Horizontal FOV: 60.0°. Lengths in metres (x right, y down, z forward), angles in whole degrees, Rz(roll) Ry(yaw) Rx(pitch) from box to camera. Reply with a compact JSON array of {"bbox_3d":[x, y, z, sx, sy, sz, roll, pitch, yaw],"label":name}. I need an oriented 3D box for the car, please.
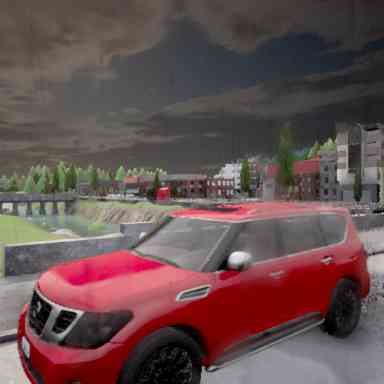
[{"bbox_3d":[0.525,1.222,5.041,5.566,2.045,2.150,0,0,-37],"label":"car"}]
